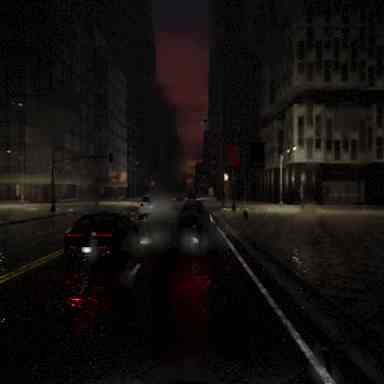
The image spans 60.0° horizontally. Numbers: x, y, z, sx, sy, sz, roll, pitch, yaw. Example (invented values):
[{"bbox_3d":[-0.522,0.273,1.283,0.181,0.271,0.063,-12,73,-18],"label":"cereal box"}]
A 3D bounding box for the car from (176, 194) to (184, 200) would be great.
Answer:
[{"bbox_3d":[-3.270,1.521,88.643,1.994,1.385,4.181,0,0,0],"label":"car"}]

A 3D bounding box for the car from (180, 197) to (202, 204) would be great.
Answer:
[{"bbox_3d":[0.097,1.455,29.966,1.882,1.535,5.008,0,0,0],"label":"car"}]

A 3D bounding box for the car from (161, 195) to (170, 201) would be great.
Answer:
[{"bbox_3d":[-6.518,1.474,82.005,1.837,1.490,4.892,0,0,0],"label":"car"}]

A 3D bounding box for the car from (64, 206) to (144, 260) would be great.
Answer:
[{"bbox_3d":[-3.153,1.493,12.405,1.837,1.490,4.892,0,0,0],"label":"car"}]

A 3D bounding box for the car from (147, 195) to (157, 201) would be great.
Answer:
[{"bbox_3d":[-9.767,1.452,82.005,1.882,1.535,5.008,0,0,0],"label":"car"}]

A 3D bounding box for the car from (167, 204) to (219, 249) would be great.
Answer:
[{"bbox_3d":[0.098,1.493,14.460,1.837,1.490,4.892,0,1,0],"label":"car"}]

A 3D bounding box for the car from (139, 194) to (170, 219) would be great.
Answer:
[{"bbox_3d":[-3.179,1.200,28.487,2.150,2.045,5.566,0,0,-1],"label":"car"}]

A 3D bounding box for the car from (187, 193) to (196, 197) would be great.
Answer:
[{"bbox_3d":[-0.020,1.192,88.256,2.150,2.045,5.566,0,0,0],"label":"car"}]
